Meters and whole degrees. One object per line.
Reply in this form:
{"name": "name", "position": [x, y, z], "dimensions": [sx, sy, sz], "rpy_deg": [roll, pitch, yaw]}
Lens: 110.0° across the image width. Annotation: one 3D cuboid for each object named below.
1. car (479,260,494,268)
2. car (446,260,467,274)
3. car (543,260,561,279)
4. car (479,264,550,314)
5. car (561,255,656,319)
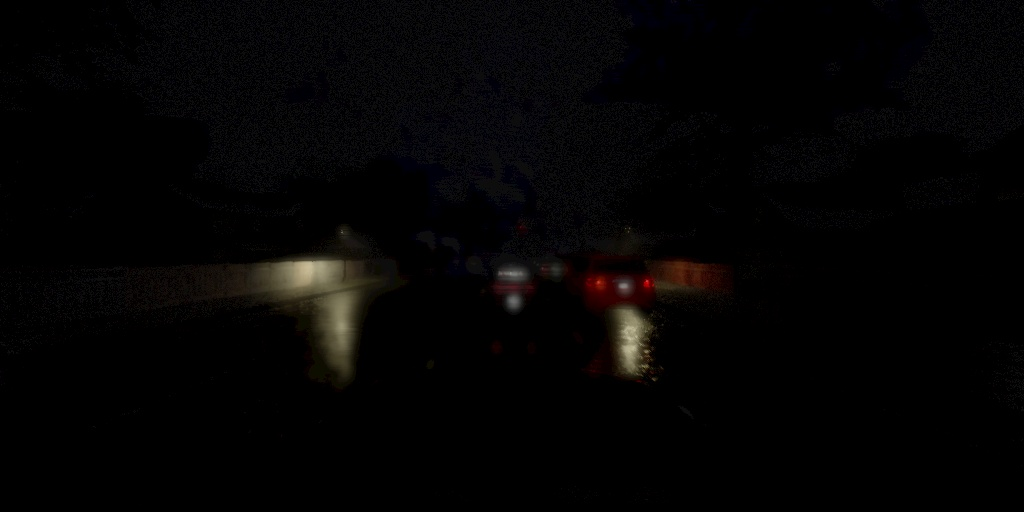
{"name": "car", "position": [-3.289, 1.306, 48.363], "dimensions": [2.033, 1.411, 5.357], "rpy_deg": [0, 0, 1]}
{"name": "car", "position": [-6.577, 1.236, 42.685], "dimensions": [1.882, 1.535, 5.008], "rpy_deg": [0, 0, 0]}
{"name": "car", "position": [3.322, 1.108, 28.946], "dimensions": [2.097, 1.767, 4.553], "rpy_deg": [0, 0, 0]}
{"name": "car", "position": [0.071, 1.244, 13.839], "dimensions": [2.128, 1.511, 4.902], "rpy_deg": [0, 0, 0]}
{"name": "car", "position": [3.313, 0.976, 13.011], "dimensions": [2.150, 2.045, 5.566], "rpy_deg": [0, 0, 1]}
